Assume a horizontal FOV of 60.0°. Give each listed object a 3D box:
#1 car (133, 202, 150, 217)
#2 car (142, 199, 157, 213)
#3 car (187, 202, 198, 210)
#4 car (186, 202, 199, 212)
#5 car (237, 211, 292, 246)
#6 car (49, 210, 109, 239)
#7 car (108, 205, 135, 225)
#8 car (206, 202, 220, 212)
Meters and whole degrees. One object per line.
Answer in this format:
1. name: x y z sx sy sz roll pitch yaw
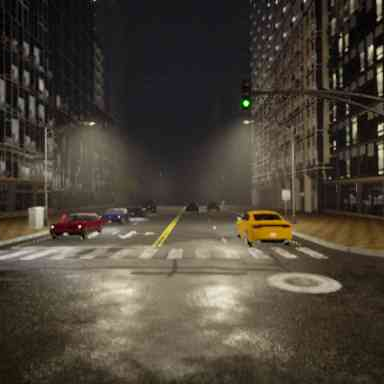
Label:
1. car: -6.497 2.232 38.770 1.994 1.385 4.181 -1 -1 0
2. car: -6.474 2.075 49.524 2.150 2.045 5.566 -1 -1 0
3. car: 0.039 2.549 60.981 1.994 1.385 4.181 -1 -1 0
4. car: 0.031 2.378 50.945 1.994 1.385 4.181 -1 -1 0
5. car: 3.356 1.659 16.258 1.882 1.535 5.008 -1 -1 0
6. car: -6.592 1.936 19.595 1.895 1.301 4.718 -1 -1 0
7. car: -6.560 2.096 28.766 1.895 1.301 4.718 -1 -1 0
8. car: 3.281 2.298 51.531 1.837 1.490 4.892 -1 -1 0
